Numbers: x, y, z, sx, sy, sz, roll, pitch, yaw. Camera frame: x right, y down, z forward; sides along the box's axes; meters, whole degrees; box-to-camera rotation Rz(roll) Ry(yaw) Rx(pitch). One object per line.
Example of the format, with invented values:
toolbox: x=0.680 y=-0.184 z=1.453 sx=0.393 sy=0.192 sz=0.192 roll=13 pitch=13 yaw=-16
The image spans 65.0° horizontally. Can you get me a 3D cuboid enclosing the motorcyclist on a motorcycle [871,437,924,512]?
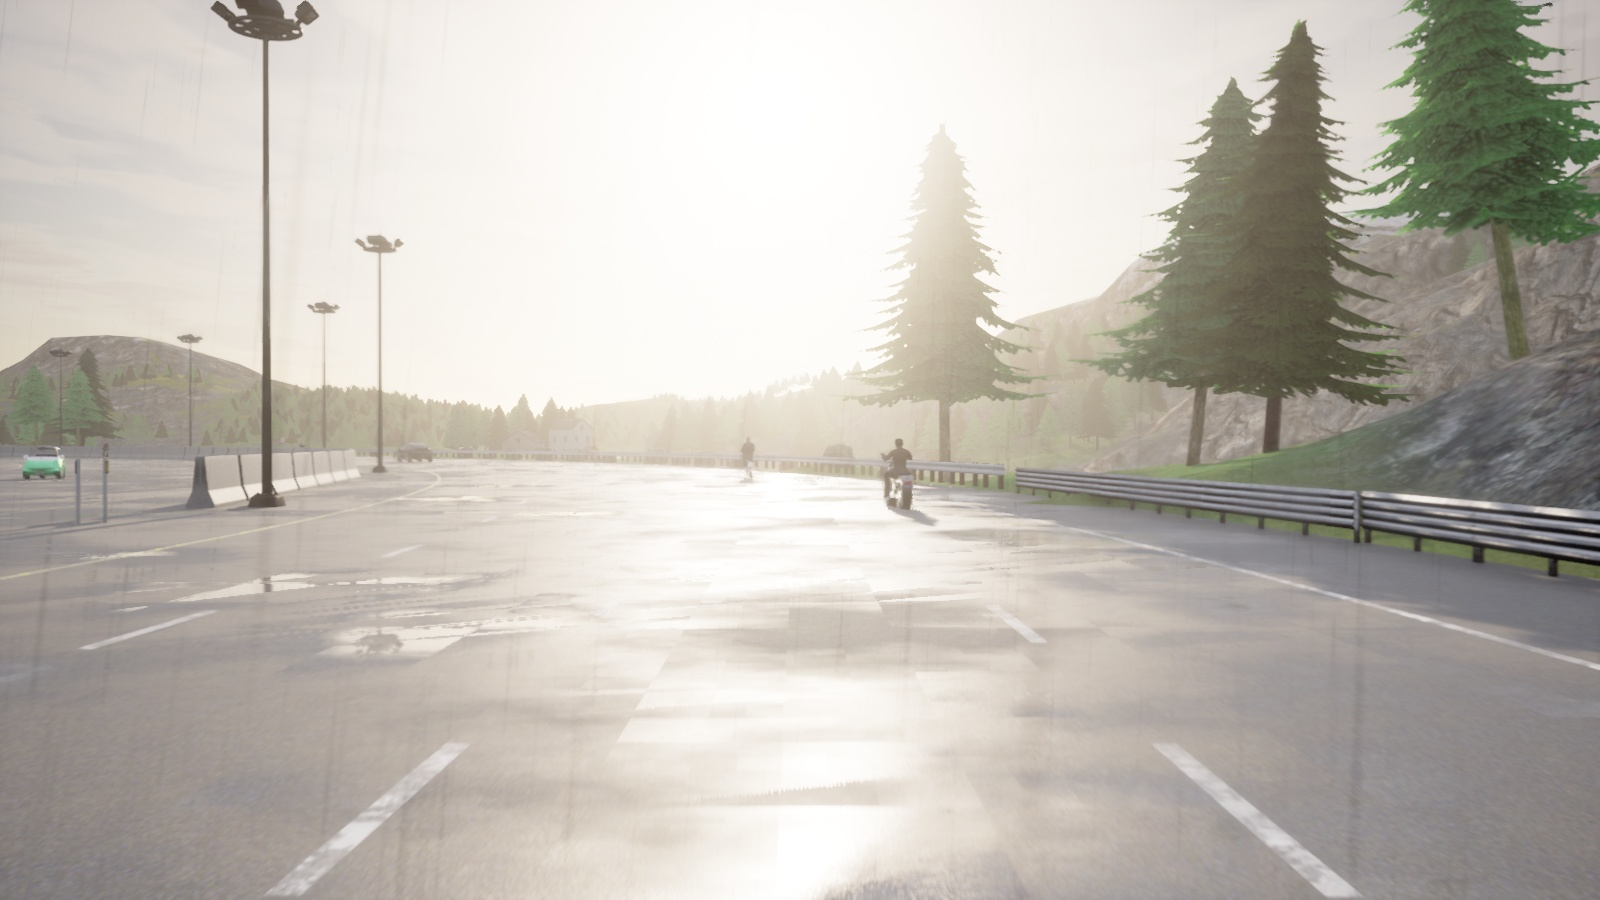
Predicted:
motorcyclist on a motorcycle: x=2.211 y=0.536 z=28.841 sx=0.766 sy=1.649 sz=2.350 roll=0 pitch=0 yaw=-7

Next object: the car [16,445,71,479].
car: x=-31.565 y=0.480 z=52.466 sx=1.481 sy=1.376 sz=2.207 roll=0 pitch=0 yaw=-18
